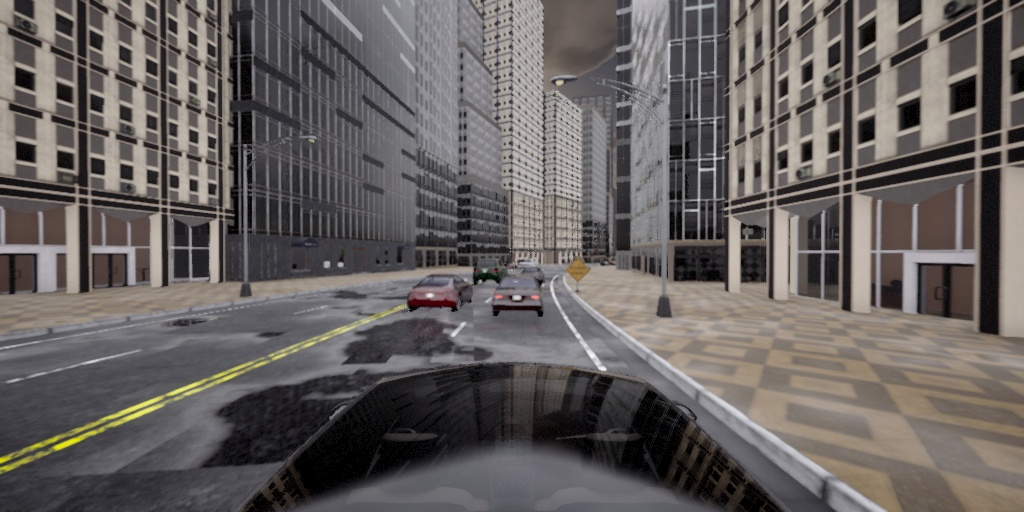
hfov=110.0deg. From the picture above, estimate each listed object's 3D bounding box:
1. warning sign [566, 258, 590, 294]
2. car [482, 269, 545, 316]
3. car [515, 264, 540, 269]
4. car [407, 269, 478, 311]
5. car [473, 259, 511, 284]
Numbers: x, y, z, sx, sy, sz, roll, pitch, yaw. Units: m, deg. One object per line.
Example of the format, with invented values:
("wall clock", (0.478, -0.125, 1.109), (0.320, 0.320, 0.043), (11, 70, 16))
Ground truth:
("warning sign", (3.453, 1.028, 18.944), (1.300, 1.860, 1.060), (0, 0, 4))
("car", (0.304, 1.411, 14.033), (2.033, 1.411, 5.357), (0, -1, 3))
("car", (1.690, 1.578, 29.700), (1.994, 1.385, 4.181), (0, 0, 8))
("car", (-2.866, 1.435, 15.138), (1.994, 1.385, 4.181), (0, 0, 4))
("car", (-1.681, 1.225, 29.083), (2.150, 2.045, 5.566), (0, 0, 7))
